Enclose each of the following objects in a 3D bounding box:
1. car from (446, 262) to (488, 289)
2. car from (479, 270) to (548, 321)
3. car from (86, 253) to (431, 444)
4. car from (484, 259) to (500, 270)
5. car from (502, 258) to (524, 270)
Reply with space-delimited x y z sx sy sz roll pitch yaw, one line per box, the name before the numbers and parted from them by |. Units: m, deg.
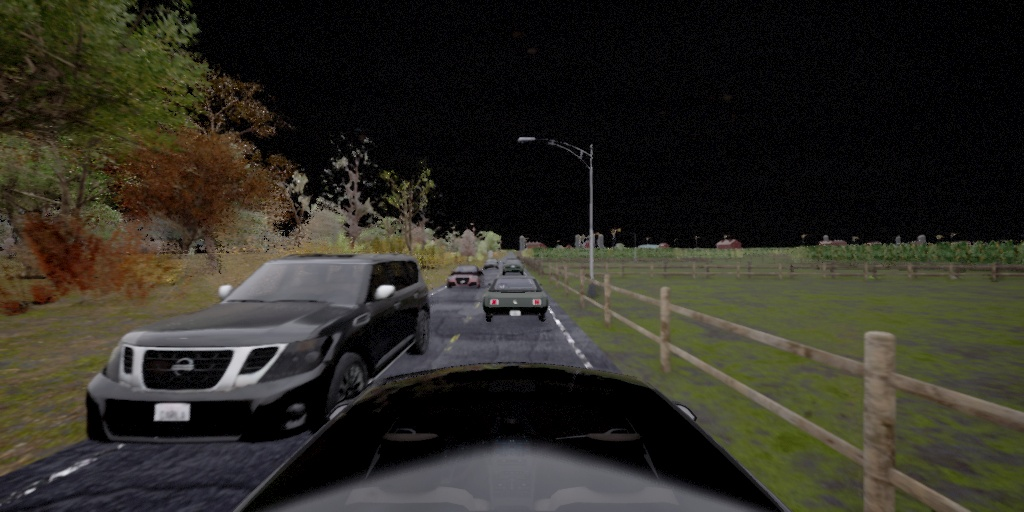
car | -2.798 1.262 22.360 1.994 1.385 4.181 0 0 0
car | 0.103 1.328 12.374 1.895 1.301 4.718 0 0 0
car | -2.849 0.964 5.774 2.150 2.045 5.566 0 0 0
car | -2.755 1.105 49.838 1.837 1.490 4.892 0 0 1
car | 0.107 1.000 36.550 2.097 1.767 4.553 0 0 0
